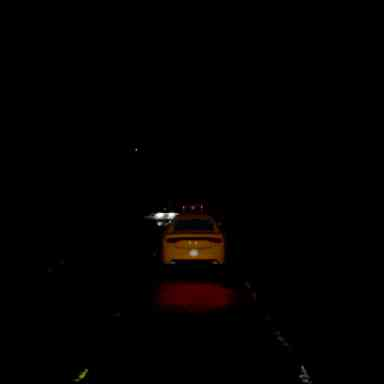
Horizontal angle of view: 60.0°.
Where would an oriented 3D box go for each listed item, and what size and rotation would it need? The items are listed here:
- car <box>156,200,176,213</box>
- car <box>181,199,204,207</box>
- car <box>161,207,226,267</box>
[{"bbox_3d":[-2.856,1.616,37.091,1.994,1.385,4.181,0,0,0],"label":"car"},{"bbox_3d":[0.081,1.397,31.018,2.097,1.767,4.553,0,0,0],"label":"car"},{"bbox_3d":[0.048,1.497,11.461,1.882,1.535,5.008,0,0,0],"label":"car"}]
